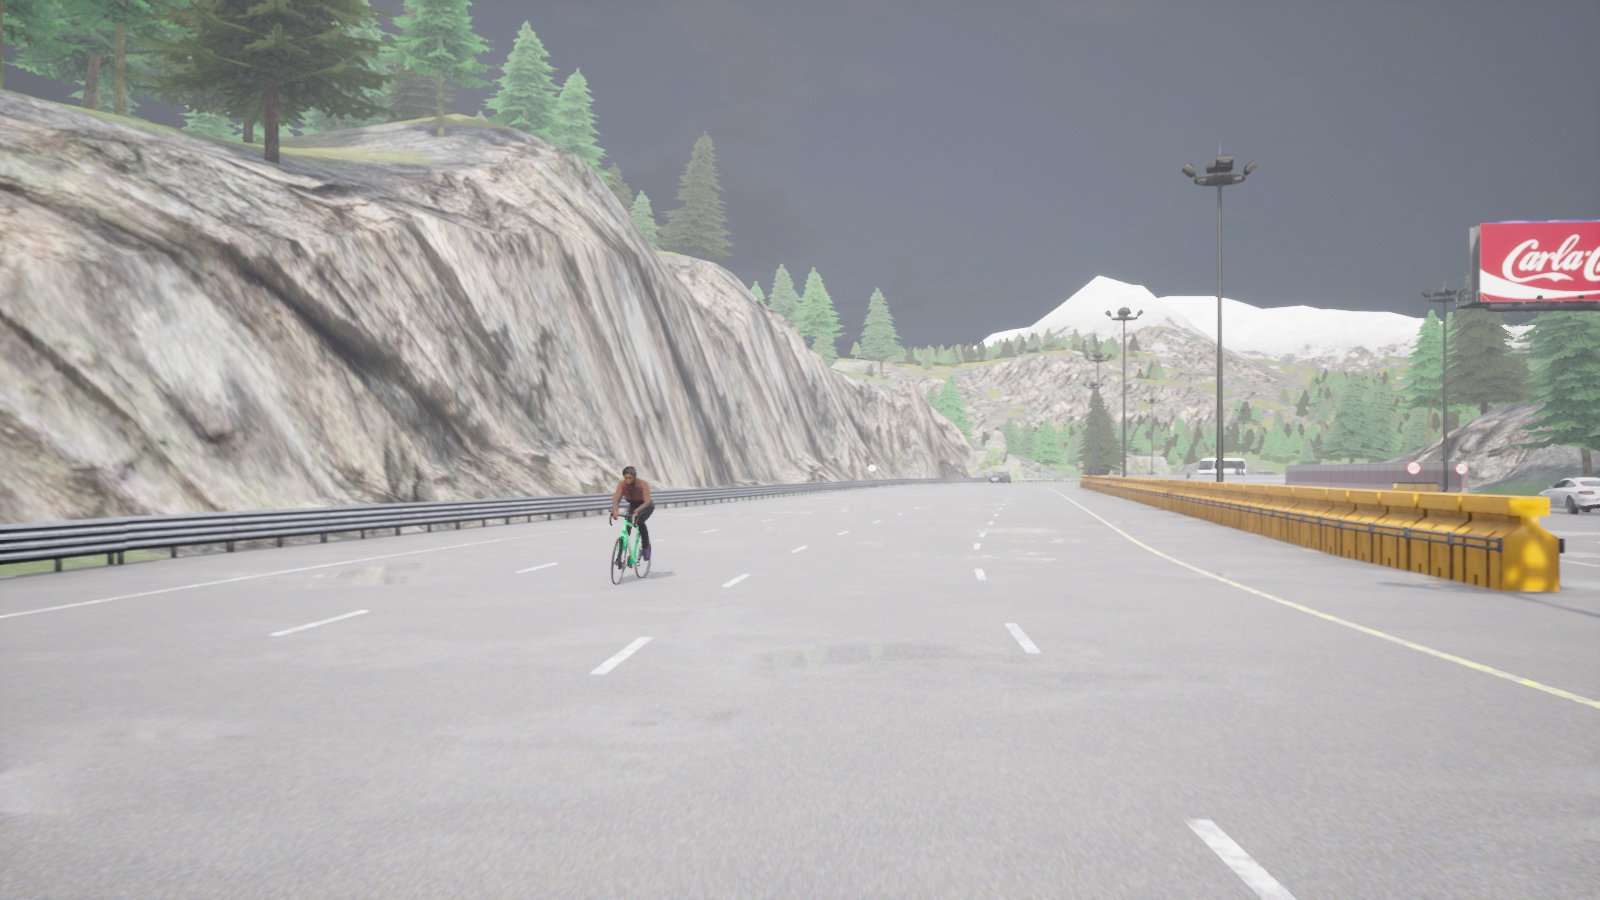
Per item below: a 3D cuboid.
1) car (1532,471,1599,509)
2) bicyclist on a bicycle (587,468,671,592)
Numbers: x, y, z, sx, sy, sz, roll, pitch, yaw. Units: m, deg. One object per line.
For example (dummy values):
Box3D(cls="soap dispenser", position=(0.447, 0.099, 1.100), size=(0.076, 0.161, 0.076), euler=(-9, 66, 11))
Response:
Box3D(cls="car", position=(31.070, 1.562, 49.992), size=(1.812, 1.442, 4.674), euler=(0, -1, 10))
Box3D(cls="bicyclist on a bicycle", position=(-2.362, 1.070, 17.528), size=(0.582, 1.620, 1.656), euler=(1, 0, 12))
